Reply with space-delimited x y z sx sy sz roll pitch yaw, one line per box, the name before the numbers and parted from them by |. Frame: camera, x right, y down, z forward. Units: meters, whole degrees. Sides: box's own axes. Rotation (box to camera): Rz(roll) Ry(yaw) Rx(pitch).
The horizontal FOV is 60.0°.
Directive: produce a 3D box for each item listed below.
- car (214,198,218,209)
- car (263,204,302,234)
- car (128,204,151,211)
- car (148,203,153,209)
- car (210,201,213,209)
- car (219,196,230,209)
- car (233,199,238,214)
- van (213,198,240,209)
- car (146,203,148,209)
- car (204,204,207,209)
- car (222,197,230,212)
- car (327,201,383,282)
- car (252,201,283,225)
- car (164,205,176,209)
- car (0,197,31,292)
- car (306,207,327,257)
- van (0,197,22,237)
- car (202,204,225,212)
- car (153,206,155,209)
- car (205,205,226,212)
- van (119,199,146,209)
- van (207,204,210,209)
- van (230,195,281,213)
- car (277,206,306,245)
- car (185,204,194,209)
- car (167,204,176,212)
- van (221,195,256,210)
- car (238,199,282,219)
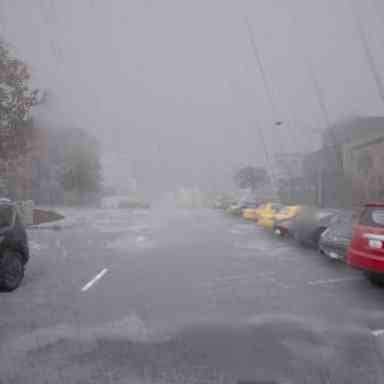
car | 6.330 1.813 49.082 4.892 1.521 2.231 2 -2 -20
car | 6.381 1.545 16.828 4.792 1.488 2.163 1 0 -20
car | -11.765 3.425 74.739 4.674 1.452 2.002 1 -4 -21
car | -11.671 2.685 68.810 5.566 2.045 2.435 1 -5 -21
car | 6.257 2.189 57.849 5.008 1.535 2.097 2 -3 -21
car | 6.365 1.336 37.362 5.566 2.045 2.435 1 0 -20
car | 6.436 1.585 28.578 4.792 1.488 2.163 1 0 -20
van | 6.332 2.134 60.830 4.442 1.987 1.878 2 -4 -21
car | -11.684 2.592 65.788 4.553 1.767 2.185 1 -4 -21
car | 6.042 3.398 75.400 5.008 1.535 2.097 2 -5 -21
car | 6.224 1.570 34.370 5.366 1.575 1.946 1 0 -20
car | 6.444 1.244 8.048 5.566 2.045 2.435 1 0 -20
car | 6.587 1.524 19.833 5.366 1.575 1.946 1 0 -20
car | -5.413 3.646 77.420 1.994 1.385 4.181 0 -4 -1
car | -5.097 1.227 6.036 2.150 2.045 5.566 0 0 0
car | 6.449 1.374 10.971 4.553 1.767 2.185 1 0 -20
van | -11.294 1.290 16.997 4.442 1.987 1.878 -1 0 -20
car | 5.822 4.356 90.054 5.566 2.045 2.435 3 -6 -21
car | -11.786 3.495 77.743 4.553 1.767 2.185 1 -5 -21
car | 5.891 4.105 84.170 4.892 1.521 2.231 3 -5 -21
van | -11.507 2.288 62.861 4.442 1.987 1.878 1 -4 -21
van | 6.187 2.954 72.533 4.442 1.987 1.878 2 -5 -21
van | 6.298 1.338 31.455 4.442 1.987 1.878 1 0 -20
car | 6.406 1.509 13.902 4.892 1.521 2.231 1 0 -20
car | -0.627 4.365 90.179 2.150 2.045 5.566 0 -5 -1
car | -5.694 4.649 93.618 2.150 2.045 5.566 0 -5 -1
van | 6.453 1.502 46.207 4.442 1.987 1.878 1 -2 -20
car | 6.587 1.545 25.694 5.366 1.575 1.946 1 0 -20
